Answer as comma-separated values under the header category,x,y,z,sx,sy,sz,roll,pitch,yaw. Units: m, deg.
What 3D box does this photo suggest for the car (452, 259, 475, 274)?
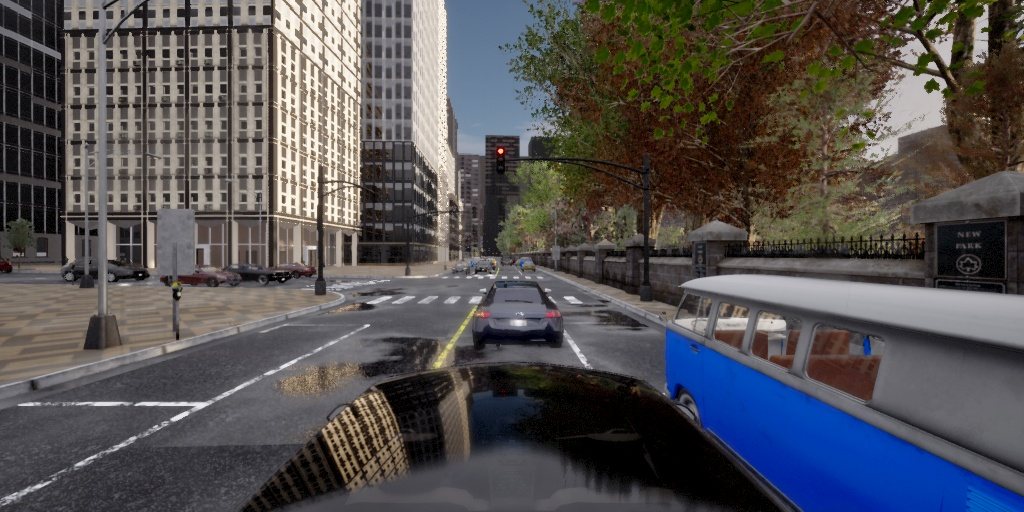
category,x,y,z,sx,sy,sz,roll,pitch,yaw
car,-5.645,1.288,40.287,2.007,1.370,4.403,0,0,-1

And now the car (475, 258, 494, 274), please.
category,x,y,z,sx,sy,sz,roll,pitch,yaw
car,-3.230,1.242,40.862,1.837,1.490,4.892,0,0,-3

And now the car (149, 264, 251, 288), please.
category,x,y,z,sx,sy,sz,roll,pitch,yaw
car,-18.158,1.149,20.967,4.207,1.307,1.802,0,0,4

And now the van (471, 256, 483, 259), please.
category,x,y,z,sx,sy,sz,roll,pitch,yaw
van,-6.332,1.063,62.462,1.690,1.789,3.998,0,0,-2

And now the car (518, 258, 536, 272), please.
category,x,y,z,sx,sy,sz,roll,pitch,yaw
car,2.114,1.260,46.341,1.751,1.417,4.829,0,0,-1

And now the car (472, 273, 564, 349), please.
category,x,y,z,sx,sy,sz,roll,pitch,yaw
car,0.098,1.313,9.202,1.994,1.385,4.181,0,0,-1

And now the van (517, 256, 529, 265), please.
category,x,y,z,sx,sy,sz,roll,pitch,yaw
van,1.990,1.071,51.714,1.690,1.789,3.998,0,0,-1

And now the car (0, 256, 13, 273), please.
category,x,y,z,sx,sy,sz,roll,pitch,yaw
car,-45.545,0.676,30.500,4.097,1.591,1.967,0,0,1

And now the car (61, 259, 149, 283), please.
category,x,y,z,sx,sy,sz,roll,pitch,yaw
car,-27.231,0.961,24.071,4.892,1.490,1.837,1,0,3

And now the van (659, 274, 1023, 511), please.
category,x,y,z,sx,sy,sz,roll,pitch,yaw
van,2.568,1.091,2.622,1.690,1.789,3.998,0,0,0

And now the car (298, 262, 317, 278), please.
category,x,y,z,sx,sy,sz,roll,pitch,yaw
car,-18.095,1.127,29.080,4.207,1.307,1.802,0,0,4

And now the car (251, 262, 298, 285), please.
category,x,y,z,sx,sy,sz,roll,pitch,yaw
car,-17.028,1.174,23.422,4.718,1.301,1.895,1,0,4

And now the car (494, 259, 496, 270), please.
category,x,y,z,sx,sy,sz,roll,pitch,yaw
car,-3.417,1.295,50.841,1.994,1.385,4.181,0,0,-2
